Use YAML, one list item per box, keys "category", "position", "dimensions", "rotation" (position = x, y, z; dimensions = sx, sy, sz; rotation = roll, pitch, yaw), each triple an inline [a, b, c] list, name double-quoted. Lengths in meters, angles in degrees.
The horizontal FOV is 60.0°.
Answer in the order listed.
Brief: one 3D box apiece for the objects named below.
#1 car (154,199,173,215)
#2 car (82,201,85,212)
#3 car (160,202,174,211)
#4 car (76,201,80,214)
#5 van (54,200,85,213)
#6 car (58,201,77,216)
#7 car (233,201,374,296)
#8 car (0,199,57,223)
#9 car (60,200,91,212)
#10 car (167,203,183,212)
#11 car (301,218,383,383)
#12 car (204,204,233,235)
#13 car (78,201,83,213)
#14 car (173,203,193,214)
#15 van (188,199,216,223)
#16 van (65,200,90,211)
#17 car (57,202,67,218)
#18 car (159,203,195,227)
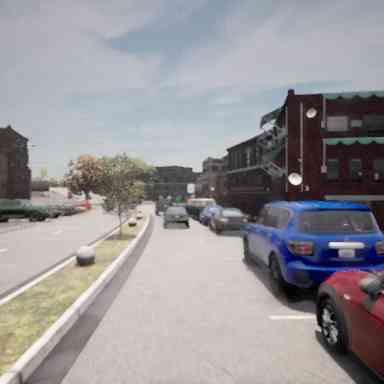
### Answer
- category: "car"
  position: [-3.607, 1.923, 42.923]
  dimensions: [2.150, 2.045, 5.566]
  rotation: [0, -2, -9]
- category: "car"
  position: [-18.441, 2.461, 48.177]
  dimensions: [4.674, 1.452, 2.002]
  rotation: [0, -2, -11]
- category: "car"
  position: [-4.731, 2.698, 62.942]
  dimensions: [1.882, 1.535, 5.008]
  rotation: [0, -1, -13]
- category: "car"
  position: [-17.448, 2.298, 42.811]
  dimensions: [4.792, 1.488, 2.163]
  rotation: [0, -2, -10]
- category: "van"
  position: [-19.684, 2.341, 53.500]
  dimensions: [4.442, 1.987, 1.878]
  rotation: [0, -1, -12]
- category: "car"
  position: [-16.944, 2.190, 40.127]
  dimensions: [4.892, 1.521, 2.231]
  rotation: [0, -2, -9]
- category: "car"
  position: [2.829, 1.258, 8.916]
  dimensions: [2.435, 2.045, 5.566]
  rotation: [0, 0, -2]
- category: "car"
  position: [-15.320, 1.624, 29.204]
  dimensions: [5.566, 2.045, 2.435]
  rotation: [0, -1, -7]
- category: "car"
  position: [-18.808, 2.491, 50.888]
  dimensions: [5.366, 1.575, 1.946]
  rotation: [0, -2, -12]
- category: "car"
  position: [-2.789, 2.517, 54.119]
  dimensions: [1.812, 1.442, 4.674]
  rotation: [0, -1, -12]
- category: "car"
  position: [2.977, 1.357, 3.307]
  dimensions: [2.185, 1.767, 4.553]
  rotation: [0, 0, -1]
- category: "car"
  position: [2.156, 1.672, 19.938]
  dimensions: [2.002, 1.452, 4.674]
  rotation: [0, -1, -4]
- category: "car"
  position: [-17.887, 2.375, 45.503]
  dimensions: [4.792, 1.488, 2.163]
  rotation: [0, -2, -10]
- category: "car"
  position: [-1.380, 2.290, 47.397]
  dimensions: [2.097, 1.535, 5.008]
  rotation: [0, -2, -10]
- category: "van"
  position: [1.068, 1.621, 31.102]
  dimensions: [1.878, 1.987, 4.442]
  rotation: [0, -1, -6]
- category: "van"
  position: [-22.004, 2.601, 64.047]
  dimensions: [4.442, 1.987, 1.878]
  rotation: [0, -1, -14]
- category: "car"
  position: [-16.048, 2.052, 34.612]
  dimensions: [4.792, 1.488, 2.163]
  rotation: [0, -2, -8]
- category: "car"
  position: [-1.253, 1.795, 25.016]
  dimensions: [2.033, 1.411, 5.357]
  rotation: [0, -1, -6]
